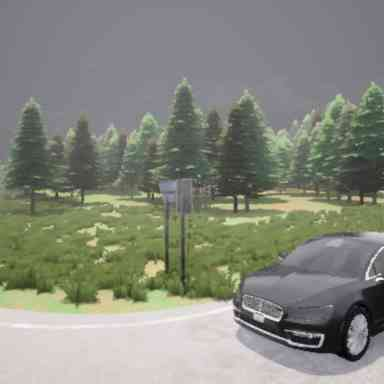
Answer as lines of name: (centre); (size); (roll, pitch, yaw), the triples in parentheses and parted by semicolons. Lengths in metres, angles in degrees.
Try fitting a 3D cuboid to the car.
car: (2.911, 1.528, 6.064); (4.892, 1.490, 1.837); (1, -1, -35)
